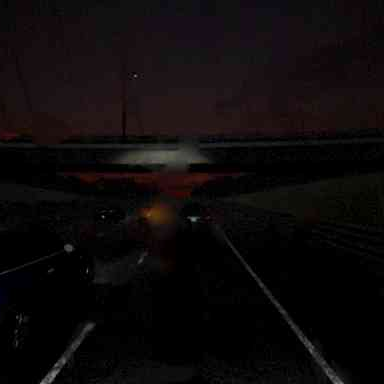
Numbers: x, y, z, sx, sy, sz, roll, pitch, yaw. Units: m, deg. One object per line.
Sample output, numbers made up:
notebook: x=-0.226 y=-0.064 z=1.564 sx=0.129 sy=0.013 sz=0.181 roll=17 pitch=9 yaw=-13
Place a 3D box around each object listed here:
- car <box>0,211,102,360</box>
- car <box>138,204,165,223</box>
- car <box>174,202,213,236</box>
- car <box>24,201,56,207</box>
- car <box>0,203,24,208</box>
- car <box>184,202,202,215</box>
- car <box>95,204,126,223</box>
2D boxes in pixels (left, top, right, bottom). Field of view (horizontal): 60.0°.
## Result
car: x=-3.404 y=1.410 z=6.204 sx=2.097 sy=1.767 sz=4.553 roll=0 pitch=-1 yaw=0
car: x=-3.419 y=1.743 z=28.671 sx=1.882 sy=1.535 sz=5.008 roll=0 pitch=-1 yaw=0
car: x=0.087 y=1.536 z=19.820 sx=2.097 sy=1.767 sz=4.553 roll=0 pitch=-1 yaw=0
car: x=-17.617 y=1.875 z=39.687 sx=1.837 sy=1.490 sz=4.892 roll=0 pitch=-1 yaw=0
car: x=-21.119 y=1.973 z=40.001 sx=1.895 sy=1.301 sz=4.718 roll=0 pitch=-1 yaw=0
car: x=0.072 y=1.927 z=40.544 sx=2.033 sy=1.411 sz=5.357 roll=0 pitch=-1 yaw=0
car: x=-6.919 y=1.754 z=28.338 sx=2.128 sy=1.511 sz=4.902 roll=0 pitch=-1 yaw=0
